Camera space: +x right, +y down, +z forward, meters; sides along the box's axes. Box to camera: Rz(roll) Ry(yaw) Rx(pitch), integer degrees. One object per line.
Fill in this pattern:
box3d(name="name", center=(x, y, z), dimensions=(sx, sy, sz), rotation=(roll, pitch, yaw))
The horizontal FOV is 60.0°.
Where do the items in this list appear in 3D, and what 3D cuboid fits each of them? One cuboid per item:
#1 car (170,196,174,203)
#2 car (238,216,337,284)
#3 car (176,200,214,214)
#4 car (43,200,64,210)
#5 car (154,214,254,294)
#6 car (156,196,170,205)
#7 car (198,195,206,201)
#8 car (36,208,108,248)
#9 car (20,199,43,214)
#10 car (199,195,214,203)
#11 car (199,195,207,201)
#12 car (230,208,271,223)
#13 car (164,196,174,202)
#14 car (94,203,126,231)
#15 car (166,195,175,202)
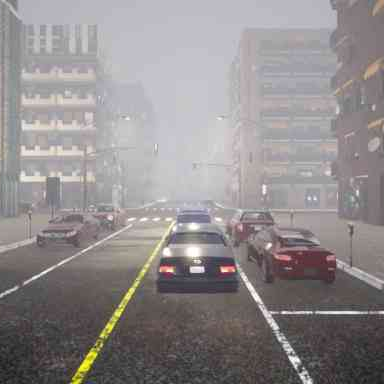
box3d(name="car", center=(-5.295, 1.536, 69.756), dimensions=(1.752, 1.417, 4.829), rotation=(1, 0, 0))
box3d(name="car", center=(2.575, 1.584, 9.293), dimensions=(1.802, 1.307, 4.206), rotation=(1, 0, 0))
box3d(name="car", center=(0.095, 1.482, 19.590), dimensions=(1.882, 1.535, 5.008), rotation=(0, 0, 0))
box3d(name="car", center=(-17.617, 1.590, 39.760), dimensions=(4.313, 1.339, 1.947), rotation=(0, -1, 0))
box3d(name="car", center=(0.101, 1.549, 8.948), dimensions=(2.033, 1.411, 5.357), rotation=(0, 0, 0))
box3d(name="car", center=(-5.297, 1.535, 58.413), dimensions=(1.752, 1.417, 4.829), rotation=(1, 0, 0))
box3d(name="car", center=(2.588, 1.562, 86.967), dimensions=(2.008, 1.369, 4.403), rotation=(1, 0, 0))
box3d(name="car", center=(-5.309, 1.585, 14.821), dimensions=(1.802, 1.307, 4.206), rotation=(1, 0, 0))
box3d(name="car", center=(-17.557, 1.241, 31.884), dimensions=(5.009, 1.841, 2.192), rotation=(0, -1, 0))
box3d(name="car", center=(2.582, 1.560, 52.941), dimensions=(2.008, 1.369, 4.403), rotation=(1, 0, 0))
box3d(name="car", center=(2.587, 1.556, 81.296), dimensions=(1.887, 1.381, 4.507), rotation=(1, 0, 0))
box3d(name="car", center=(2.578, 1.443, 14.842), dimensions=(1.967, 1.590, 4.097), rotation=(1, 0, 0))
box3d(name="car", center=(-5.295, 1.577, 75.597), dimensions=(1.947, 1.339, 4.313), rotation=(1, 0, 0))
box3d(name="car", center=(-5.310, 1.445, 20.371), dimensions=(1.967, 1.590, 4.097), rotation=(1, 0, 0))
box3d(name="car", center=(-5.293, 1.556, 81.267), dimensions=(1.887, 1.381, 4.507), rotation=(1, 0, 0))
